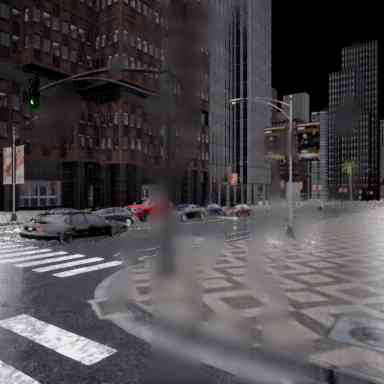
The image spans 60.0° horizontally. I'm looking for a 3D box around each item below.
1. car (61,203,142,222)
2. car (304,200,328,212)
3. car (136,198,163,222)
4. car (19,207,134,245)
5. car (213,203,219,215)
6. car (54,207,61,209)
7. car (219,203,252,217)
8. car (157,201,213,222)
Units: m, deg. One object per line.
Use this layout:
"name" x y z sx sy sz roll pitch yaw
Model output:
"car" -5.975 1.746 22.536 1.837 1.490 4.892 0 -1 35
"car" 19.355 2.370 52.708 2.033 1.411 5.357 0 -1 35
"car" -3.976 1.576 31.051 2.150 2.045 5.566 0 -1 35
"car" -5.738 1.729 16.862 2.033 1.411 5.357 0 -1 35
"car" 1.954 2.031 39.515 1.812 1.442 4.674 0 -1 35
"car" -9.264 1.785 23.491 1.994 1.385 4.181 0 -1 36
"car" 5.385 2.055 38.730 1.812 1.442 4.674 0 -1 35
"car" -0.501 1.871 30.346 2.128 1.511 4.902 0 -1 35
